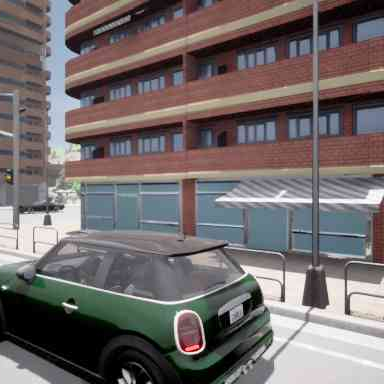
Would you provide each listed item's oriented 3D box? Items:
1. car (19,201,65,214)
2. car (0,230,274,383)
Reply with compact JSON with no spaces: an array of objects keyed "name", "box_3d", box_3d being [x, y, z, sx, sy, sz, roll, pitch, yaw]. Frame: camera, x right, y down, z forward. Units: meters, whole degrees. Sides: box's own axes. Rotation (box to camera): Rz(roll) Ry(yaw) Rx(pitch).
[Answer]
[{"name":"car","box_3d":[-16.242,1.601,35.687,1.895,1.301,4.718,0,0,36]},{"name":"car","box_3d":[-1.241,1.352,4.879,4.553,1.767,2.097,0,0,36]}]
